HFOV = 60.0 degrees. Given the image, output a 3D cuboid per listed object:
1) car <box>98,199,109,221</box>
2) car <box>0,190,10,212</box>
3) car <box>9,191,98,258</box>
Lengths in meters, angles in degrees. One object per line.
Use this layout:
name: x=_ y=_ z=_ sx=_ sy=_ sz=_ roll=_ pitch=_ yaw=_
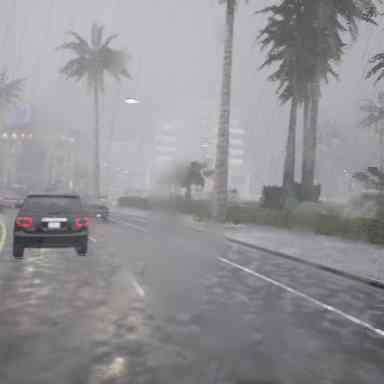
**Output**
car: x=-7.269 y=1.162 z=22.964 sx=1.837 sy=1.490 sz=4.892 roll=3 pitch=0 yaw=-35
car: x=-14.970 y=0.808 z=26.916 sx=2.128 sy=1.511 sz=4.902 roll=3 pitch=0 yaw=-41
car: x=-5.054 y=0.987 z=11.911 sx=2.150 sy=2.045 sz=5.566 roll=3 pitch=0 yaw=-25
